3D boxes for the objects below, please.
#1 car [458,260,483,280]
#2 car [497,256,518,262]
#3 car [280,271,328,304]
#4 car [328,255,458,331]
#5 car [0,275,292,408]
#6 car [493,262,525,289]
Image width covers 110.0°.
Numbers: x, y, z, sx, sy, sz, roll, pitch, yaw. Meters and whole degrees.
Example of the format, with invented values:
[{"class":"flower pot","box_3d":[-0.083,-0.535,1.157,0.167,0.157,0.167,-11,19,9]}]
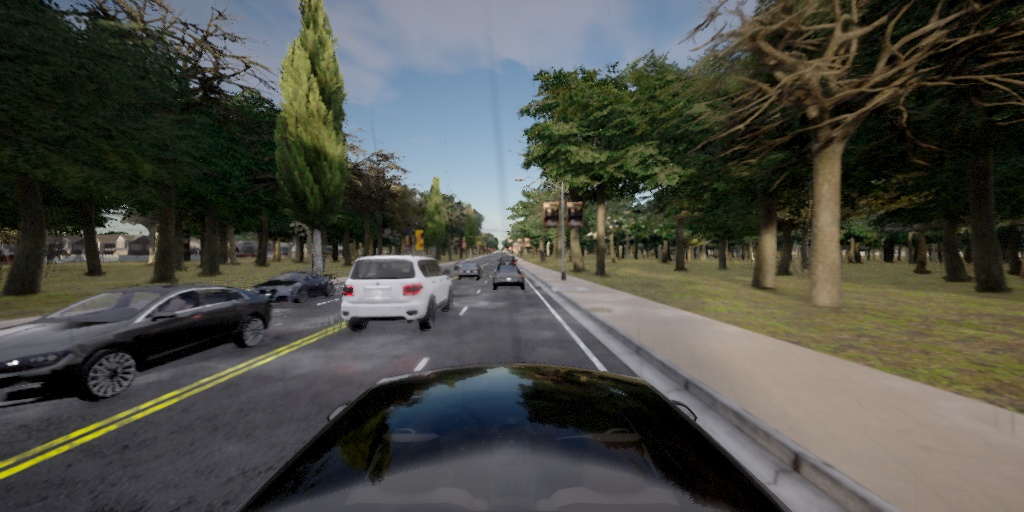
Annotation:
[{"class":"car","box_3d":[-3.595,1.337,31.622,2.033,1.411,5.357,-1,0,-1]},{"class":"car","box_3d":[-0.514,0.988,41.844,2.150,2.045,5.566,-1,0,-1]},{"class":"car","box_3d":[-10.058,1.409,16.699,1.994,1.385,4.181,-1,0,-1]},{"class":"car","box_3d":[-3.275,1.002,11.315,2.150,2.045,5.566,-1,0,-1]},{"class":"car","box_3d":[-6.649,1.304,6.603,2.128,1.511,4.902,-1,0,-1]},{"class":"car","box_3d":[-0.213,1.319,23.043,1.994,1.385,4.181,-1,0,-1]}]
